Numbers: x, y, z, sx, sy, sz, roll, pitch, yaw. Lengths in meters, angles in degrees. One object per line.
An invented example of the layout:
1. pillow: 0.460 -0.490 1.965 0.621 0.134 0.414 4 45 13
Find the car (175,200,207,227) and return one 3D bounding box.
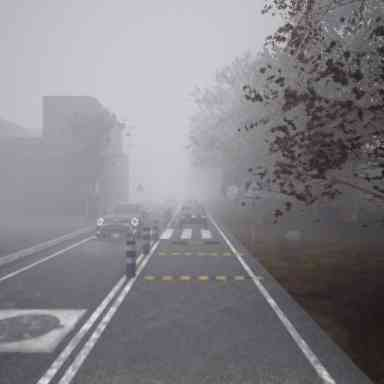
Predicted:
1. car: 0.068 1.507 22.357 2.033 1.411 5.357 0 0 0

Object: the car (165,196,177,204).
1. car: -3.555 1.356 57.539 2.033 1.411 5.357 0 0 0

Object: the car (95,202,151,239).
1. car: -3.371 1.330 16.932 2.097 1.767 4.553 0 0 0

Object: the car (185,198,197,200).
1. car: -0.038 1.445 43.293 1.994 1.385 4.181 0 0 0
